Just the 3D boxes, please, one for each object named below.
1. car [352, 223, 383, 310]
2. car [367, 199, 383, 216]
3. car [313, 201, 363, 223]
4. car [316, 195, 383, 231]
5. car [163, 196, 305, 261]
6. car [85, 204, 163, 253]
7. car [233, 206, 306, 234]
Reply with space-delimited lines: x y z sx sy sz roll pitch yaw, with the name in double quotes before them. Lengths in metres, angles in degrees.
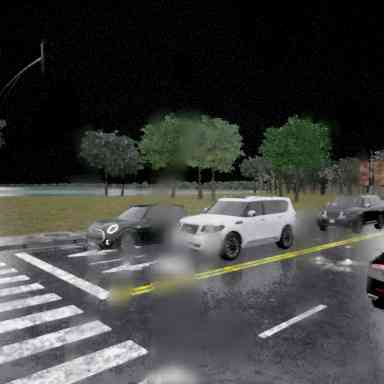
"car" 5.230 1.499 6.757 4.902 1.511 2.128 0 0 -43
"car" 19.061 1.513 32.771 4.674 1.442 1.812 0 0 -44
"car" 11.444 1.498 25.849 4.674 1.442 1.812 0 0 -42
"car" 9.506 1.206 19.657 5.566 2.045 2.150 0 0 -43
"car" 1.876 1.191 12.635 5.566 2.045 2.150 0 0 -43
"car" -1.946 1.298 13.538 4.553 1.767 2.097 0 0 -43
"car" 4.665 1.560 19.630 4.718 1.301 1.895 0 0 -43
